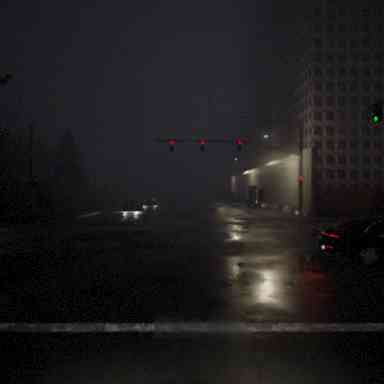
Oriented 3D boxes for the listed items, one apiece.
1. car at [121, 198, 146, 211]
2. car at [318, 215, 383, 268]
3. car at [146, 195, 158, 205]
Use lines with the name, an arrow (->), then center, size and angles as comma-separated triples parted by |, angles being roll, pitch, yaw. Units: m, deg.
car -> -7.039, 1.538, 39.310 | 1.994, 1.385, 4.181 | 0, 0, 0
car -> 6.695, 1.551, 10.863 | 4.892, 1.490, 1.837 | 0, 0, 0
car -> -6.992, 1.314, 56.468 | 2.097, 1.767, 4.553 | 0, 0, 0
